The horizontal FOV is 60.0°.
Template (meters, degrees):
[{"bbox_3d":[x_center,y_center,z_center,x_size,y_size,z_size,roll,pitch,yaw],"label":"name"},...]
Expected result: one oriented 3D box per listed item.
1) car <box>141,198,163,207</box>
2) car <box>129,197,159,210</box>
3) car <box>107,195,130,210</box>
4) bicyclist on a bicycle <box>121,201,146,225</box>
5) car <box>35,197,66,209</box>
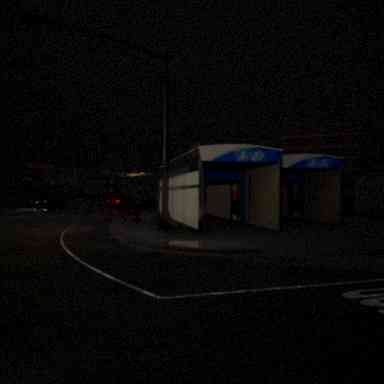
[{"bbox_3d":[-6.740,1.841,56.828,1.994,1.385,4.181,0,0,21],"label":"car"},{"bbox_3d":[-6.516,1.724,47.754,2.128,1.511,4.902,0,0,21],"label":"car"},{"bbox_3d":[-10.062,1.441,48.290,2.150,2.045,5.566,0,0,21],"label":"car"},{"bbox_3d":[-3.924,1.407,22.259,1.656,1.620,0.582,0,0,-13],"label":"bicyclist on a bicycle"},{"bbox_3d":[-20.926,1.524,49.290,2.097,1.767,4.553,0,0,21],"label":"car"}]
